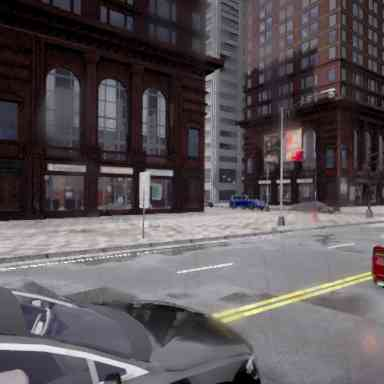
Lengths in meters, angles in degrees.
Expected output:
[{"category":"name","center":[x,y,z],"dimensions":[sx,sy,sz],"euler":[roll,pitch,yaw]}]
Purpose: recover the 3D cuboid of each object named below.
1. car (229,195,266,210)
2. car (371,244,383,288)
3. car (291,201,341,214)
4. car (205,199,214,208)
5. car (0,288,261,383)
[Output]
[{"category":"car","center":[7.475,1.434,45.378],"dimensions":[2.150,2.045,5.566],"euler":[1,-1,-35]},{"category":"car","center":[6.227,1.485,7.875],"dimensions":[5.008,1.535,1.882],"euler":[0,0,-35]},{"category":"car","center":[13.588,1.712,36.772],"dimensions":[2.033,1.411,5.357],"euler":[1,-1,-35]},{"category":"car","center":[1.657,1.822,53.569],"dimensions":[1.994,1.385,4.181],"euler":[1,-1,-35]},{"category":"car","center":[-1.602,1.492,2.303],"dimensions":[4.902,1.511,2.128],"euler":[0,0,-35]}]
